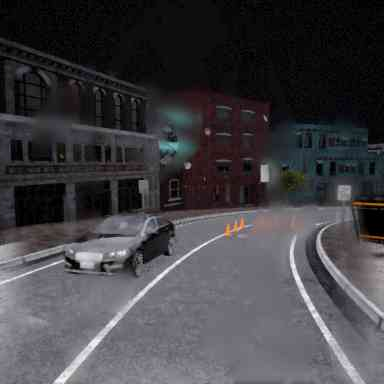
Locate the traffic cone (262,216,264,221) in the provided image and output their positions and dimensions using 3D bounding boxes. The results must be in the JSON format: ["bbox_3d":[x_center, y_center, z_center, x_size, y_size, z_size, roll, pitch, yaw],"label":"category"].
[{"bbox_3d":[4.731,1.933,22.328,0.340,0.580,0.340,2,1,19],"label":"traffic cone"}]

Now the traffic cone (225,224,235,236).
[{"bbox_3d":[1.842,1.905,16.983,0.340,0.580,0.340,2,0,19],"label":"traffic cone"}]

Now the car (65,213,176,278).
[{"bbox_3d":[-1.870,1.427,10.125,2.128,1.511,4.902,1,0,14],"label":"car"}]

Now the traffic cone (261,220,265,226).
[{"bbox_3d":[4.051,2.054,20.204,0.340,0.340,0.580,2,1,-11],"label":"traffic cone"}]

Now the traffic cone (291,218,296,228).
[{"bbox_3d":[6.617,2.010,21.686,0.340,0.580,0.340,2,1,19],"label":"traffic cone"}]

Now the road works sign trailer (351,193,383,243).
[{"bbox_3d":[7.115,1.155,10.545,3.560,2.380,2.880,2,45,37],"label":"road works sign trailer"}]

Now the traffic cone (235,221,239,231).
[{"bbox_3d":[2.492,1.903,18.874,0.340,0.580,0.340,2,1,19],"label":"traffic cone"}]

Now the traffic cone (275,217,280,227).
[{"bbox_3d":[5.671,1.971,22.006,0.340,0.580,0.340,2,1,18],"label":"traffic cone"}]
